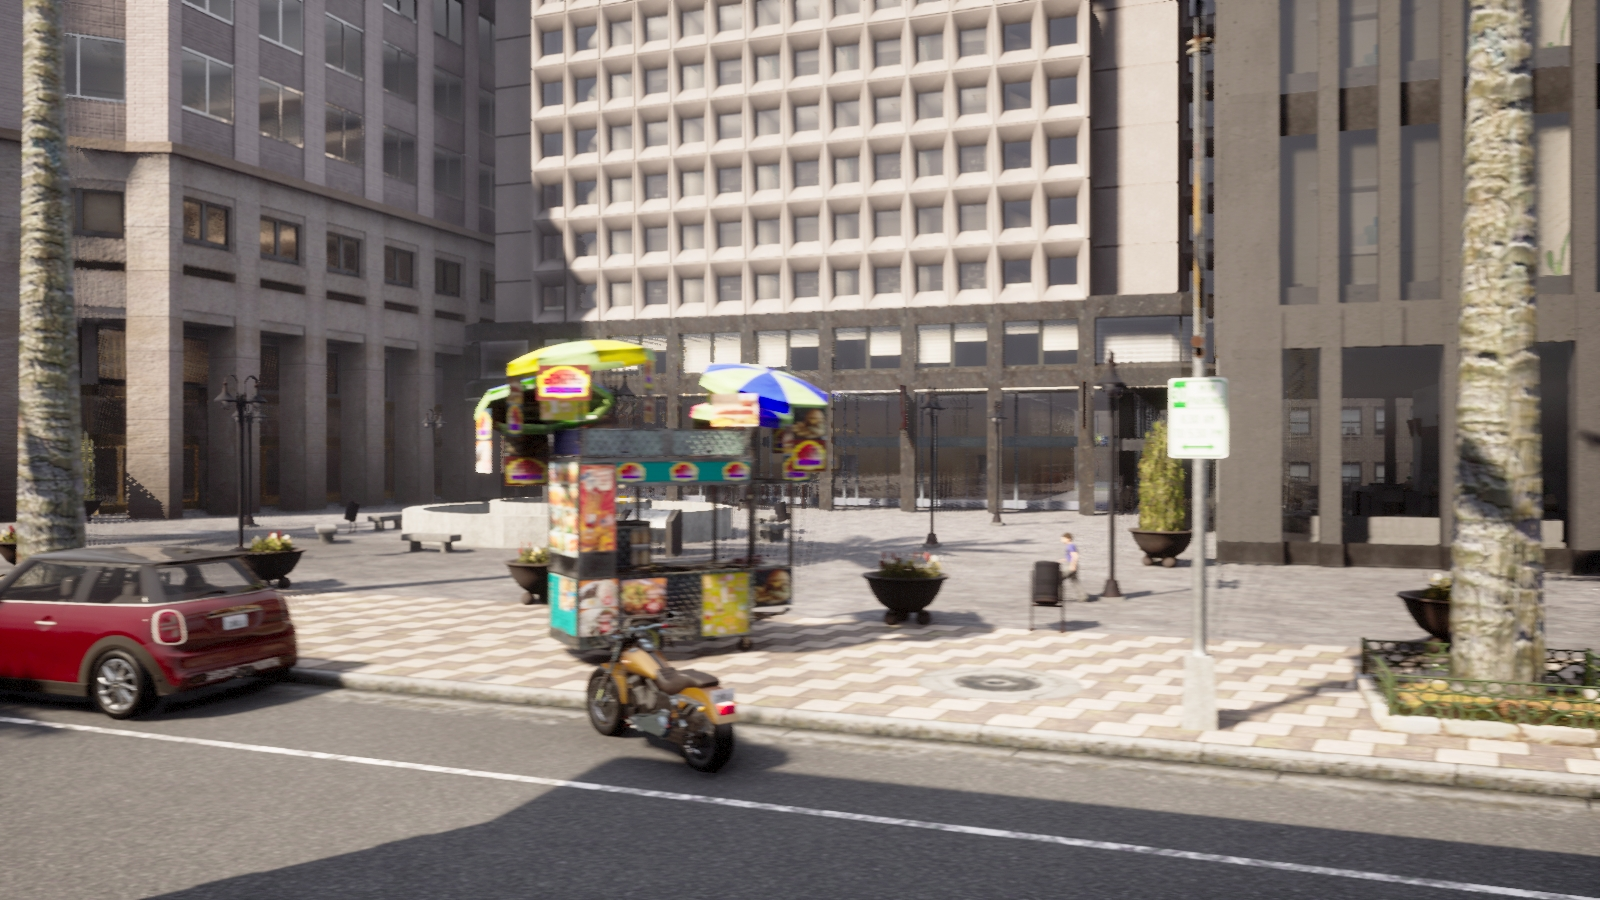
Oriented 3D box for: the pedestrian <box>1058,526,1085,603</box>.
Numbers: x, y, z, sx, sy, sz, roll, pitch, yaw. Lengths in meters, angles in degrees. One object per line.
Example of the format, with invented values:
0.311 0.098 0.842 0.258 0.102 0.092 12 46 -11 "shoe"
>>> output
4.737 1.986 19.948 0.375 1.300 0.375 0 0 28 "pedestrian"
